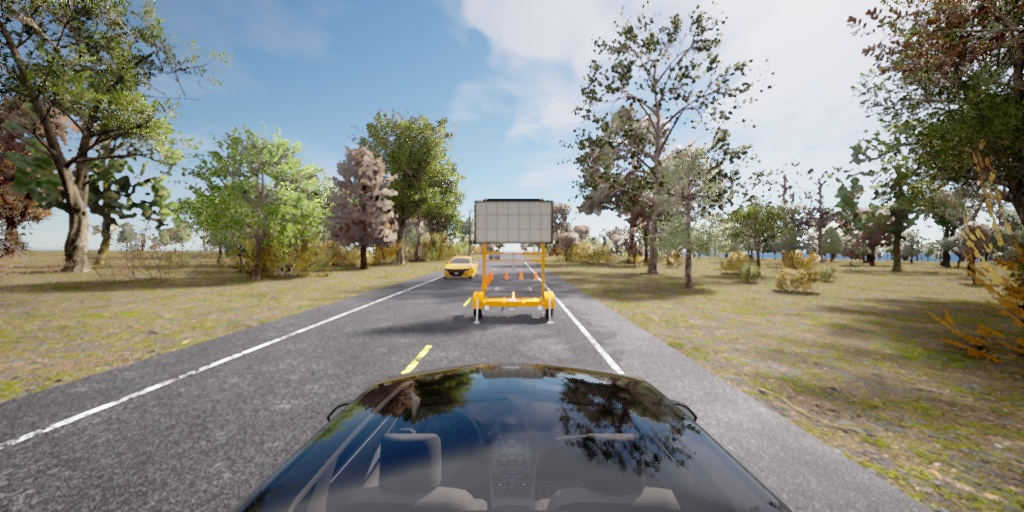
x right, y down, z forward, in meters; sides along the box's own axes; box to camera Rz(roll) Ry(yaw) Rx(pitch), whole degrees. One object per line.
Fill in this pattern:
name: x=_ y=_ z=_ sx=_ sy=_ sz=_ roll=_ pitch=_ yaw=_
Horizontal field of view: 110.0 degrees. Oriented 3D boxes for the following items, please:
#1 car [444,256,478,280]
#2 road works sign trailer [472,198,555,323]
car: x=-3.485 y=0.763 z=25.034 sx=1.882 sy=1.535 sz=5.008 roll=0 pitch=1 yaw=0
road works sign trailer: x=0.050 y=0.022 z=11.182 sx=2.380 sy=3.560 sz=2.880 roll=0 pitch=0 yaw=0
